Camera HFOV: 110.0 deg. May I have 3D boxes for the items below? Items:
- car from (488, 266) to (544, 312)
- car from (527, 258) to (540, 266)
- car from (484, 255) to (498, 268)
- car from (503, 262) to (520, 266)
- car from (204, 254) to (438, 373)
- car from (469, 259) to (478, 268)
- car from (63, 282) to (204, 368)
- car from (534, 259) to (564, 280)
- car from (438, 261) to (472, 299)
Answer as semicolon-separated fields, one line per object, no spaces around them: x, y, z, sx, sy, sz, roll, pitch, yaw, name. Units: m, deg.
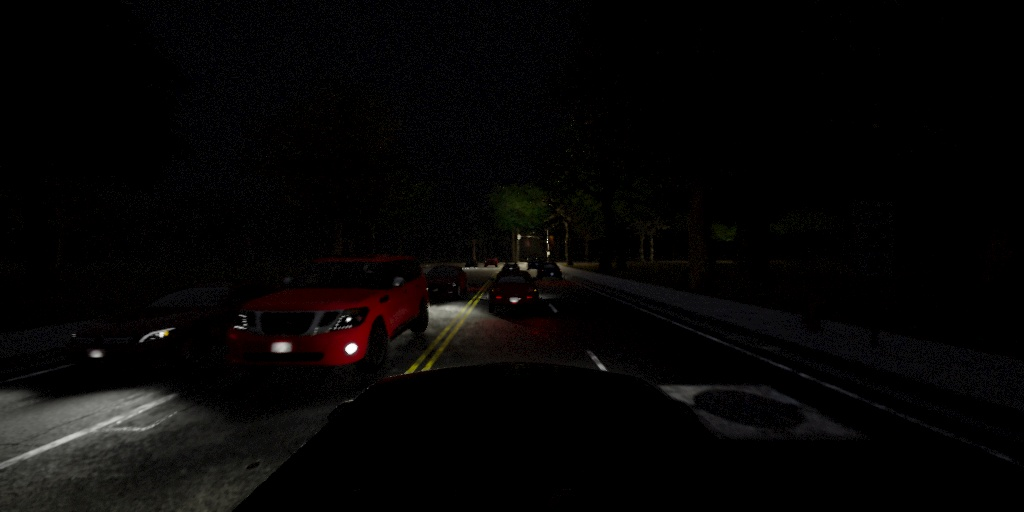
0.067;1.280;14.167;1.812;1.442;4.674;0;0;0;car
3.127;1.072;47.993;2.097;1.767;4.553;0;0;0;car
-3.512;0.907;60.953;2.150;2.045;5.566;0;0;0;car
-0.071;1.304;39.803;1.994;1.385;4.181;0;0;0;car
-3.375;0.980;7.991;2.150;2.045;5.566;0;0;0;car
-6.761;1.253;60.991;2.033;1.411;5.357;0;0;0;car
-6.622;1.289;8.044;1.812;1.442;4.674;0;0;0;car
3.187;1.270;30.850;1.812;1.442;4.674;0;0;0;car
-3.405;1.238;18.510;1.882;1.535;5.008;0;0;0;car
